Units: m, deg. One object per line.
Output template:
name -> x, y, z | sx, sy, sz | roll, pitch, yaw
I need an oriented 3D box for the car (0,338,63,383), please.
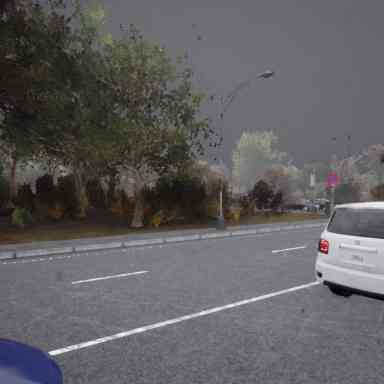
car -> -3.051, 1.526, 1.567 | 4.674, 1.442, 1.812 | 0, 0, -36

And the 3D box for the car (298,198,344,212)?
car -> 15.595, 1.491, 40.550 | 2.128, 1.511, 4.902 | 0, 0, -32

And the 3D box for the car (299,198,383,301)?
car -> 5.071, 1.221, 7.369 | 5.566, 2.045, 2.150 | 0, 0, -35

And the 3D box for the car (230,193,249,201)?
car -> 6.973, 1.211, 47.648 | 2.150, 2.045, 5.566 | 0, 0, -32

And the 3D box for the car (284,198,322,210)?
car -> 12.565, 1.492, 38.767 | 2.128, 1.511, 4.902 | 0, 0, -33
